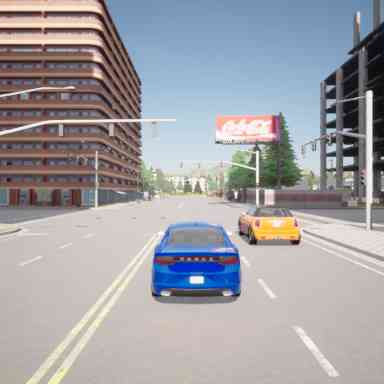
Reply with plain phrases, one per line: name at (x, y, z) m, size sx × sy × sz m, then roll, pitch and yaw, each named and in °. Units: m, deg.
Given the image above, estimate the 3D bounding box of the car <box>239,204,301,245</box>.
car at (3.473, 1.352, 15.728) m, size 2.097 × 1.767 × 4.553 m, roll 0°, pitch 0°, yaw 0°

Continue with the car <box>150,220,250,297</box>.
car at (0.085, 1.478, 8.639) m, size 1.882 × 1.535 × 5.008 m, roll 0°, pitch 0°, yaw 0°
